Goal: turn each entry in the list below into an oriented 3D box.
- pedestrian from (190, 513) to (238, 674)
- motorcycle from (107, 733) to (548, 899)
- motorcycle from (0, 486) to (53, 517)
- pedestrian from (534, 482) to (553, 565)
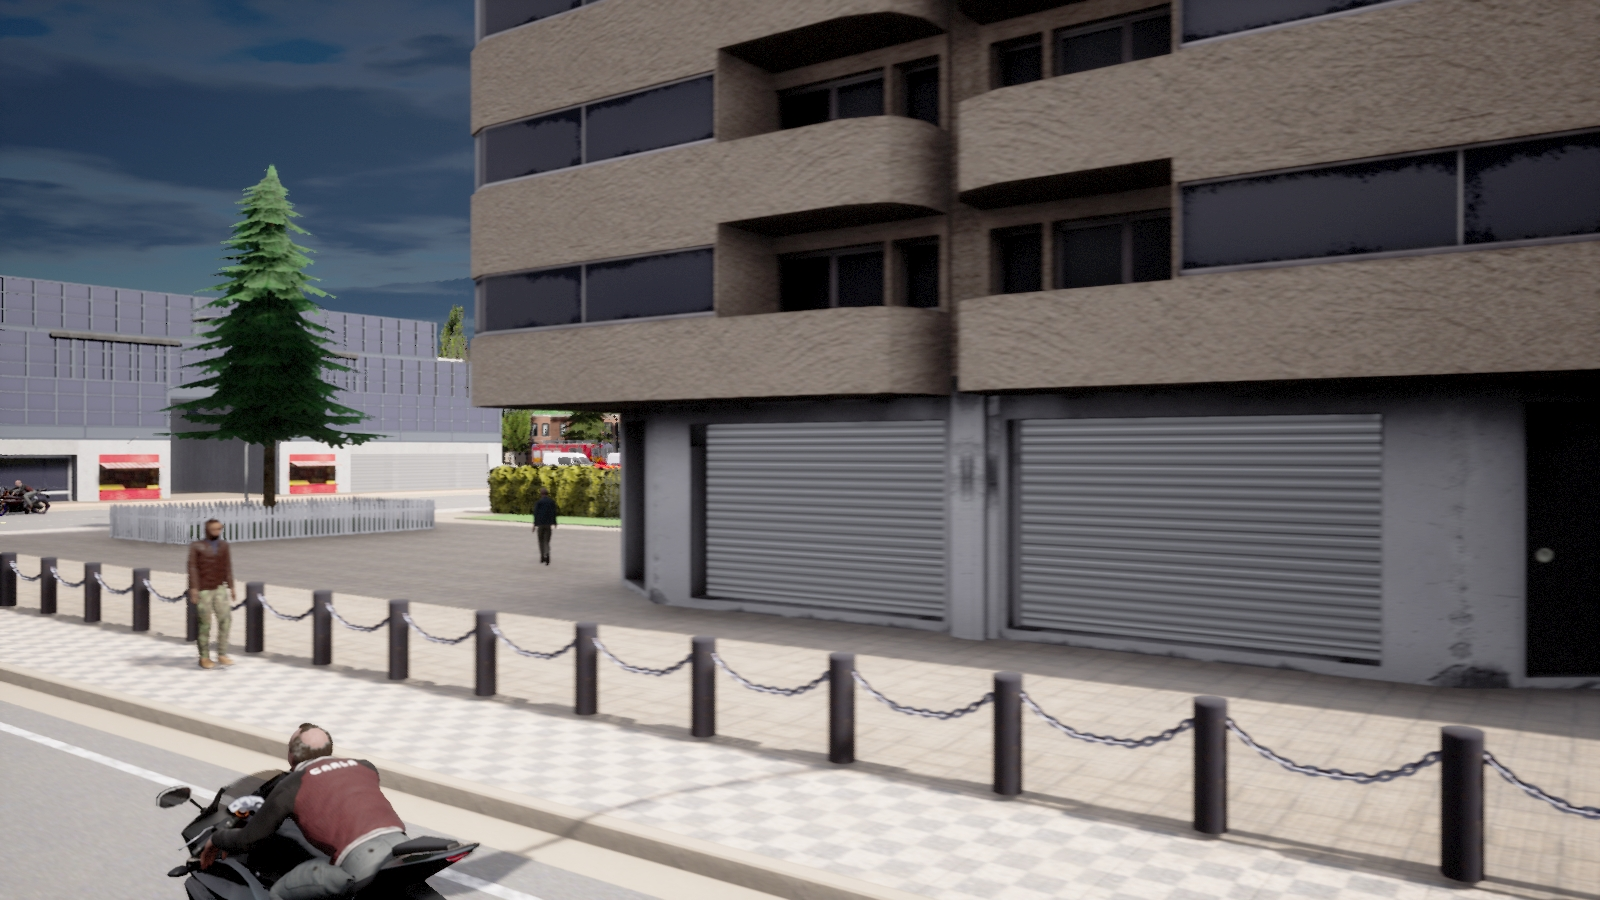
[{"bbox_3d":[-7.009,1.697,13.665,0.375,1.860,0.375,0,0,34],"label":"pedestrian"},{"bbox_3d":[-2.281,2.205,5.382,2.209,1.251,0.867,0,0,35],"label":"motorcycle"},{"bbox_3d":[-33.562,2.206,49.163,0.867,1.251,2.209,0,0,35],"label":"motorcycle"},{"bbox_3d":[-5.865,1.675,26.129,0.375,1.860,0.375,0,0,-20],"label":"pedestrian"}]
